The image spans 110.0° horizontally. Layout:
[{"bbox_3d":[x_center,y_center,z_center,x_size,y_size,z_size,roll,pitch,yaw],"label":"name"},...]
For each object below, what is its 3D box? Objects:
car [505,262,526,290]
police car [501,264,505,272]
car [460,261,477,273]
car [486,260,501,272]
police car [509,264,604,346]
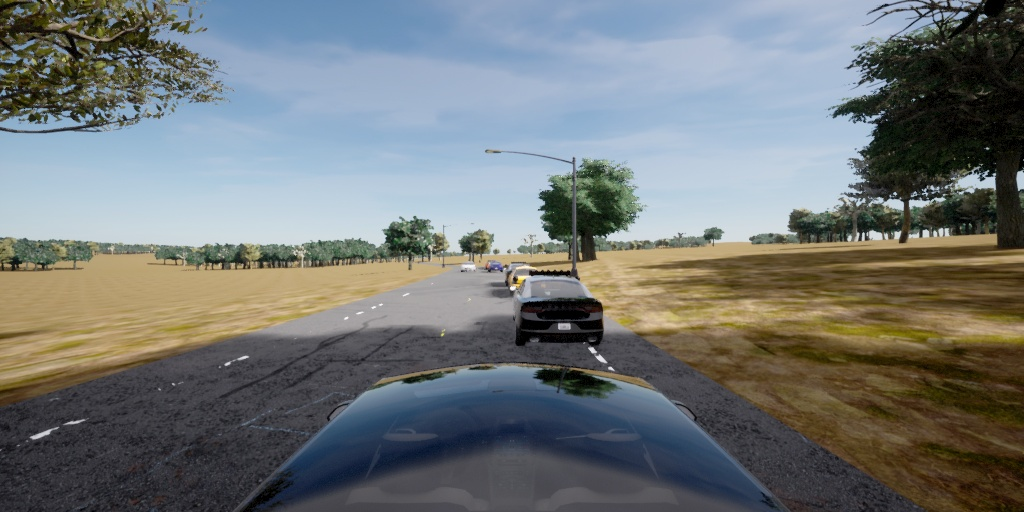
[{"bbox_3d":[0.718,1.241,19.773,1.801,1.575,5.366,0,0,-2],"label":"car"},{"bbox_3d":[0.460,1.223,25.722,1.930,1.638,5.238,0,0,-3],"label":"police car"},{"bbox_3d":[-5.624,1.431,46.400,1.812,1.442,4.674,0,-1,-5],"label":"car"},{"bbox_3d":[-2.215,1.451,48.310,1.812,1.442,4.674,0,-1,-5],"label":"car"},{"bbox_3d":[0.990,1.188,9.638,1.930,1.638,5.238,0,0,-1],"label":"police car"}]
